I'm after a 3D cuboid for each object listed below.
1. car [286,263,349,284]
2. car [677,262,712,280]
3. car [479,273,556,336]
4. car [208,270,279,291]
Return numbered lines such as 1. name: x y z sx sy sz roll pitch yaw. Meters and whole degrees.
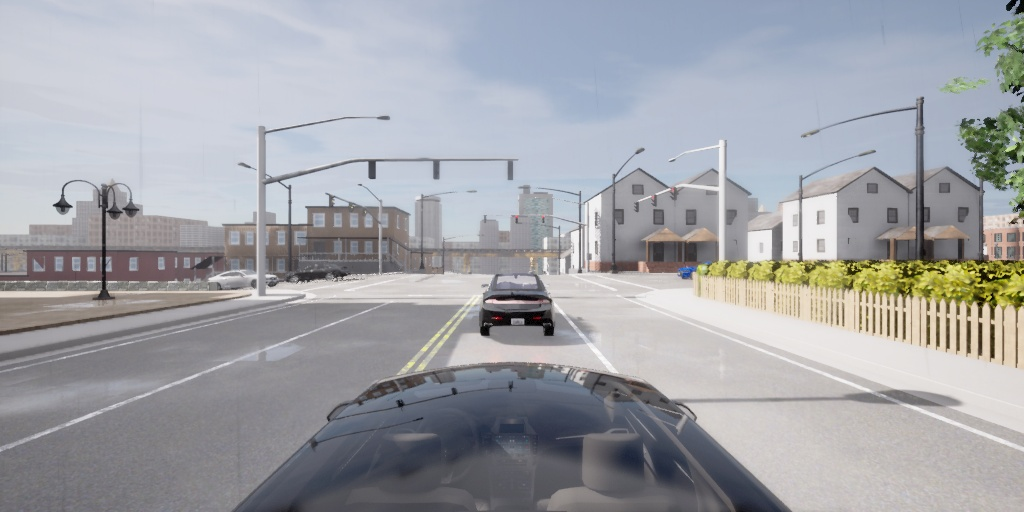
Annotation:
1. car: -16.244 1.444 30.003 4.892 1.490 1.837 -5 0 -1
2. car: 16.668 1.228 30.409 5.008 1.535 1.882 0 0 -1
3. car: 0.118 1.242 10.372 2.128 1.511 4.902 0 0 0
4. car: -19.659 1.742 26.244 4.674 1.442 1.812 -4 0 1
